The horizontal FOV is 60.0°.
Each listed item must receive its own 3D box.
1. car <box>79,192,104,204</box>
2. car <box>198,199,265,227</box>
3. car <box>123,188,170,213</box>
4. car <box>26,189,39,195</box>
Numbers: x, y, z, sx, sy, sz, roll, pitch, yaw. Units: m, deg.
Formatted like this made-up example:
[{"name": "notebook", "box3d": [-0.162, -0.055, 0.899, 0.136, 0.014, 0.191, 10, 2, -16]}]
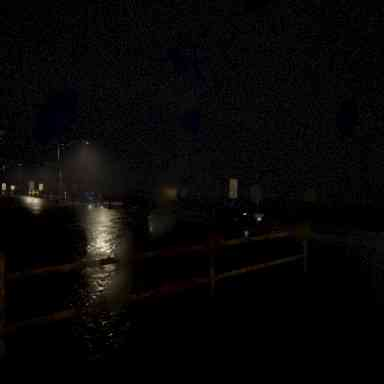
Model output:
[{"name": "car", "box3d": [-12.437, 0.742, 41.054, 1.812, 1.442, 4.674, 1, 0, -35]}, {"name": "car", "box3d": [2.328, 1.188, 20.374, 2.128, 1.511, 4.902, 1, 1, -35]}, {"name": "car", "box3d": [-4.134, 0.696, 29.443, 2.150, 2.045, 5.566, 1, 0, -36]}, {"name": "car", "box3d": [-40.004, 0.076, 84.088, 1.882, 1.535, 5.008, 1, 0, -33]}]
